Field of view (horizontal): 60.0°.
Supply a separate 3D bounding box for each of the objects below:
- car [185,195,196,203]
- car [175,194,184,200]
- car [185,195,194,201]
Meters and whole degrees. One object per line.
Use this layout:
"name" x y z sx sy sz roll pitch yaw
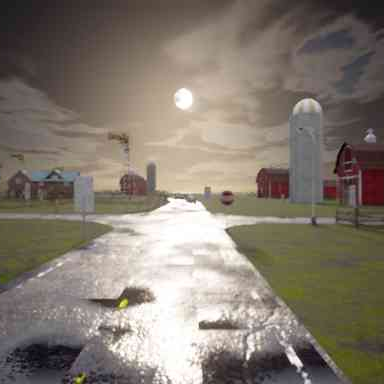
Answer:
"car" -0.073 1.633 75.651 2.128 1.511 4.902 0 0 -2
"car" -3.012 1.275 79.751 1.994 1.385 4.181 0 0 -2
"car" -0.740 1.591 85.761 1.837 1.490 4.892 0 0 -6
